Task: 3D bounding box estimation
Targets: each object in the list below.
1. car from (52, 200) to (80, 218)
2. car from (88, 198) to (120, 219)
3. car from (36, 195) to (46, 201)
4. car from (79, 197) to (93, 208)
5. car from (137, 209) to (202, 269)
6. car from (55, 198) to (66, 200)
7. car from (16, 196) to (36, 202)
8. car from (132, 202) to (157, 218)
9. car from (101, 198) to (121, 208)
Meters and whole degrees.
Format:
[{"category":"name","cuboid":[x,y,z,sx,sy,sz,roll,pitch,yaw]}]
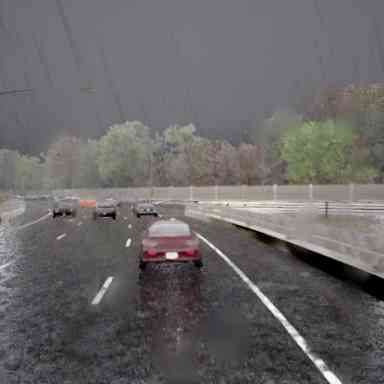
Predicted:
[{"category":"car","cuboid":[-11.984,1.685,31.583,1.895,1.301,4.718,0,0,-17]},{"category":"car","cuboid":[-7.745,1.553,29.406,2.128,1.511,4.902,0,0,-15]},{"category":"car","cuboid":[-39.211,1.634,85.319,4.892,1.490,1.837,0,0,39]},{"category":"car","cuboid":[-15.647,1.468,49.451,2.097,1.767,4.553,0,0,-27]},{"category":"car","cuboid":[-0.775,1.538,11.213,1.812,1.442,4.674,0,0,-6]},{"category":"car","cuboid":[-19.701,1.628,49.730,2.128,1.511,4.902,0,0,-28]},{"category":"car","cuboid":[-41.919,1.671,82.954,5.357,1.411,2.033,0,0,39]},{"category":"car","cuboid":[-4.399,1.593,30.633,2.033,1.411,5.357,0,0,-16]},{"category":"car","cuboid":[-12.389,1.665,50.773,1.994,1.385,4.181,0,0,-27]}]
